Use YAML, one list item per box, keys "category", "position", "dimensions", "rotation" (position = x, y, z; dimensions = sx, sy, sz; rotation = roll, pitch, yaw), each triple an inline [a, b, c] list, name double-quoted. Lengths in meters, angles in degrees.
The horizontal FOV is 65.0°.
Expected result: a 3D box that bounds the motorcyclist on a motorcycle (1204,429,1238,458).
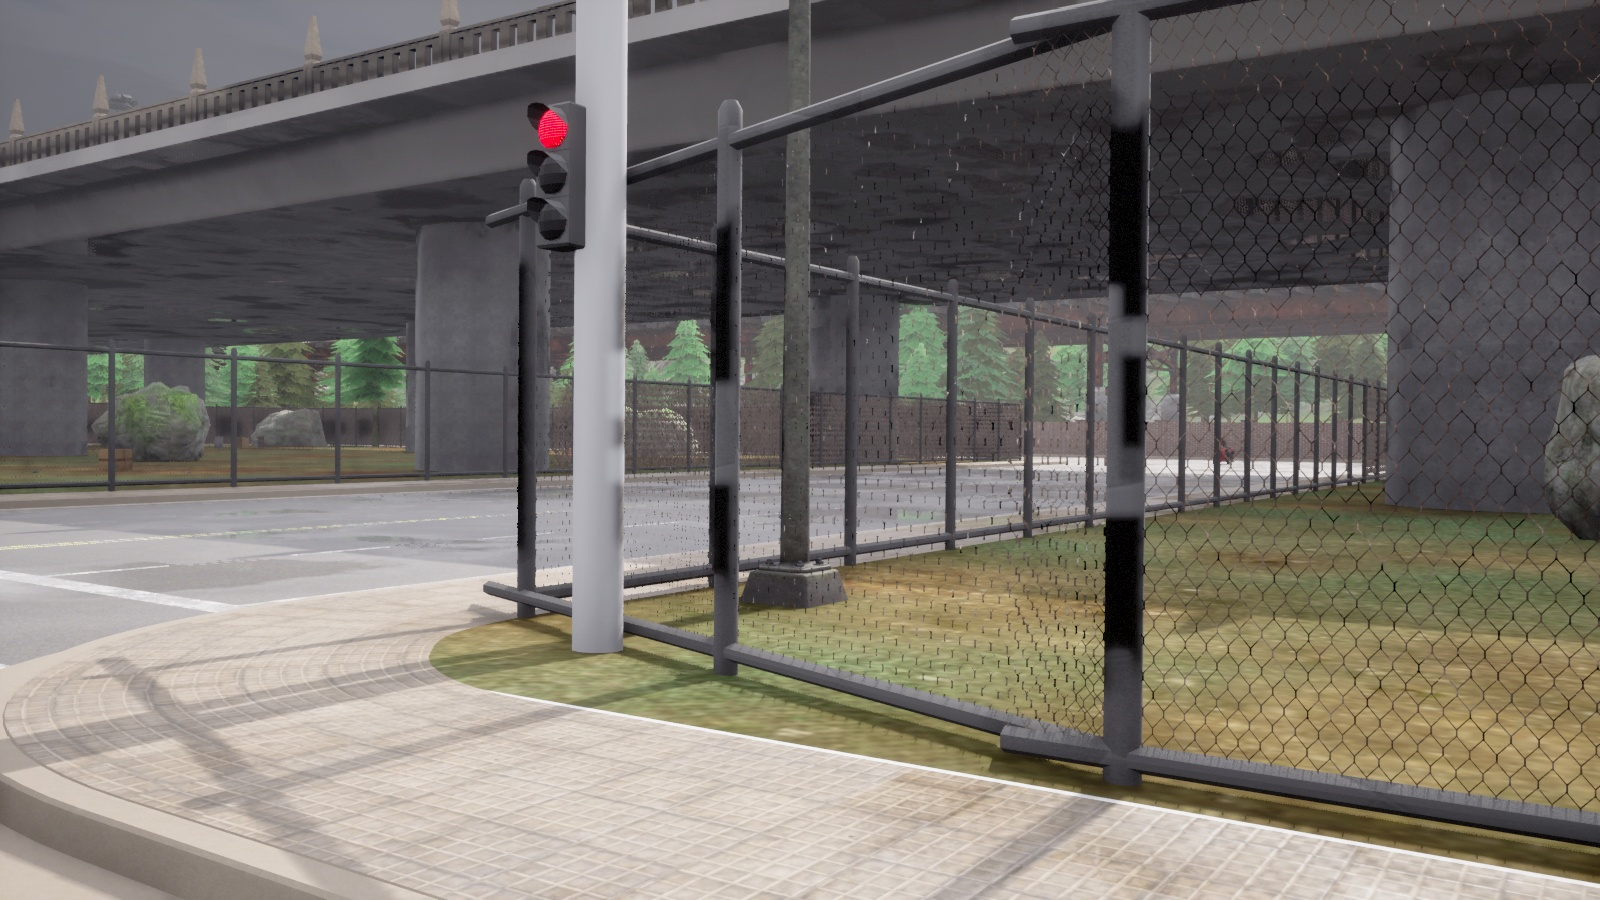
- category: "motorcyclist on a motorcycle"
  position: [22.786, -0.365, 67.917]
  dimensions: [2.044, 1.523, 0.797]
  rotation: [-1, 3, -42]
